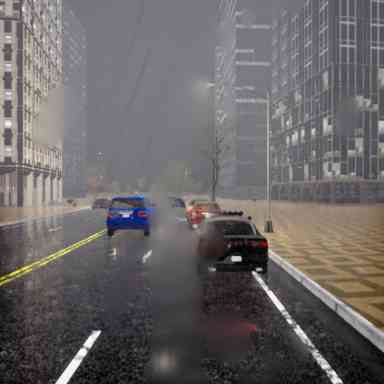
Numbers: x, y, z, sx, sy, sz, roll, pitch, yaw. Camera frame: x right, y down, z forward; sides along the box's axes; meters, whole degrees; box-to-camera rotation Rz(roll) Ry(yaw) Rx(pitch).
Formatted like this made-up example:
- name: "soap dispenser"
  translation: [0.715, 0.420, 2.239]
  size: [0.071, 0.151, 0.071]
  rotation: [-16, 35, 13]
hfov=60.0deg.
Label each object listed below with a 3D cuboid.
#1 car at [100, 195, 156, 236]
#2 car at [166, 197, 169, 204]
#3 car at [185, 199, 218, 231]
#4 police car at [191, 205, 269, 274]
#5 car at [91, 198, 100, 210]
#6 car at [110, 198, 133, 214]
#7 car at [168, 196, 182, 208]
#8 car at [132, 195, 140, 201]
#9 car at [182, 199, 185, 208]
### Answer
- name: "car"
  translation: [-3.268, 1.224, 18.657]
  size: [2.150, 2.045, 5.566]
  rotation: [0, 0, -2]
- name: "car"
  translation: [-3.633, 1.543, 60.358]
  size: [1.812, 1.442, 4.674]
  rotation: [0, 0, -8]
- name: "car"
  translation: [0.828, 1.351, 20.719]
  size: [2.097, 1.767, 4.553]
  rotation: [0, 0, -2]
- name: "police car"
  translation: [1.061, 1.425, 10.702]
  size: [1.930, 1.638, 5.238]
  rotation: [0, 0, -1]
- name: "car"
  translation: [-11.501, 1.512, 42.301]
  size: [1.837, 1.490, 4.892]
  rotation: [0, 0, -6]
- name: "car"
  translation: [-7.764, 1.509, 36.976]
  size: [1.837, 1.490, 4.892]
  rotation: [0, 0, -5]
- name: "car"
  translation: [-1.952, 1.533, 46.853]
  size: [1.812, 1.442, 4.674]
  rotation: [0, 0, -6]
- name: "car"
  translation: [-13.078, 1.368, 78.109]
  size: [1.812, 1.442, 4.674]
  rotation: [0, 0, -8]
- name: "car"
  translation: [0.556, 1.352, 26.808]
  size: [2.097, 1.767, 4.553]
  rotation: [0, 0, -3]
